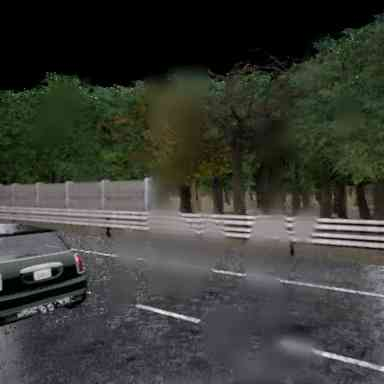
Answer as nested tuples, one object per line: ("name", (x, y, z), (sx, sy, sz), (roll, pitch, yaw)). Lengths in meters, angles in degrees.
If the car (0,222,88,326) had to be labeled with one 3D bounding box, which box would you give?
("car", (-4.255, 1.427, 6.823), (4.553, 1.767, 2.097), (-1, 0, 35))
